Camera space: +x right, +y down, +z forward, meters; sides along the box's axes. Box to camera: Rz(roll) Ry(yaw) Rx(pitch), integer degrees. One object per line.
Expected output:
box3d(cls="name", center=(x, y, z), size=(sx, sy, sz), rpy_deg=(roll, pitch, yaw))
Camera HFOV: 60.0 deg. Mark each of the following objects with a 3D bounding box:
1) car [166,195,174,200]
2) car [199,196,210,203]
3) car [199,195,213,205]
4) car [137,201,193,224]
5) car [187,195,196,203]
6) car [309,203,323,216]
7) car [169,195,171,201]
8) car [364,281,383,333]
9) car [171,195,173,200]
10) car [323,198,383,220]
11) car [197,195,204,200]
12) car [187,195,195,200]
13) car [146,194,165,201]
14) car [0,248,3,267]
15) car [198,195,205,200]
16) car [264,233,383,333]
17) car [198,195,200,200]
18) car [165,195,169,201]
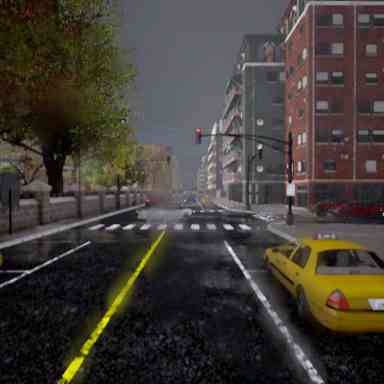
box3d(cls="car", center=(-5.899, 1.469, 89.021), size=(1.802, 1.307, 4.206), rpy_deg=(0, 0, 0))
box3d(cls="car", center=(2.532, 1.456, 66.901), size=(2.008, 1.369, 4.403), rpy_deg=(0, 0, 0))
box3d(cls="car", center=(2.557, 1.441, 56.000), size=(1.752, 1.417, 4.829), rpy_deg=(0, 0, 0))
box3d(cls="car", center=(-1.950, 1.558, 24.404), size=(1.895, 1.301, 4.718), rpy_deg=(0, 0, 28))
box3d(cls="car", center=(-0.069, 1.450, 68.216), size=(2.033, 1.411, 5.357), rpy_deg=(0, 0, 1))
box3d(cls="car", center=(14.537, 1.532, 33.749), size=(5.009, 1.841, 2.192), rpy_deg=(1, -1, 0))
box3d(cls="car", center=(-5.848, 1.450, 66.881), size=(1.887, 1.381, 4.507), rpy_deg=(0, 0, 0))
box3d(cls="car", center=(2.687, 1.563, 1.098), size=(1.947, 1.339, 4.313), rpy_deg=(0, 0, 0))
box3d(cls="car", center=(-5.874, 1.478, 77.950), size=(1.802, 1.307, 4.206), rpy_deg=(0, 0, 0))
box3d(cls="car", center=(15.202, 1.596, 31.146), size=(4.553, 1.767, 2.097), rpy_deg=(1, 0, 0))
box3d(cls="car", center=(2.468, 1.429, 94.576), size=(1.887, 1.381, 4.507), rpy_deg=(0, 0, 0))
box3d(cls="car", center=(-0.198, 1.442, 86.010), size=(1.994, 1.385, 4.181), rpy_deg=(0, 0, 0))
box3d(cls="car", center=(-5.810, 1.236, 50.274), size=(2.192, 1.841, 5.009), rpy_deg=(0, 0, 0))
box3d(cls="car", center=(-5.707, 1.513, 6.539), size=(1.752, 1.417, 4.829), rpy_deg=(0, 0, 0))
box3d(cls="car", center=(2.481, 1.432, 89.041), size=(1.887, 1.381, 4.507), rpy_deg=(0, 0, 0))
box3d(cls="car", center=(2.673, 1.512, 6.899), size=(1.752, 1.417, 4.829), rpy_deg=(0, 0, 0))
box3d(cls="car", center=(2.545, 1.455, 61.365), size=(1.887, 1.381, 4.507), rpy_deg=(0, 0, 0))
box3d(cls="car", center=(-5.836, 1.350, 61.345), size=(1.967, 1.590, 4.097), rpy_deg=(0, 0, 0))
